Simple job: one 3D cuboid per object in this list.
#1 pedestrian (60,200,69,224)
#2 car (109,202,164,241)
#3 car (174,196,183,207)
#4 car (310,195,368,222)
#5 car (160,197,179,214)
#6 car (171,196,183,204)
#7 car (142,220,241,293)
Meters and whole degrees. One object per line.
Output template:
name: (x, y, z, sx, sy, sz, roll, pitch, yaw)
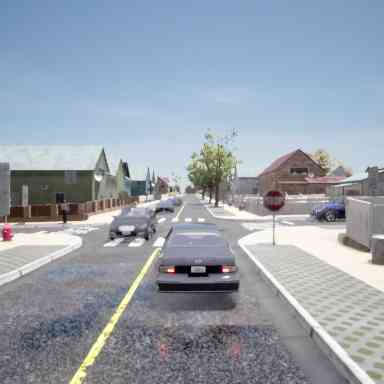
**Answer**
pedestrian: (-9.673, 1.462, 25.301, 0.375, 1.860, 0.375, 0, 0, 0)
car: (-2.840, 1.495, 16.836, 2.128, 1.511, 4.902, 0, 0, 0)
car: (-2.798, 1.563, 50.332, 1.994, 1.385, 4.181, 0, 0, 0)
car: (10.406, 1.067, 22.568, 4.553, 1.767, 2.097, -2, -1, 2)
car: (-2.820, 1.549, 36.275, 2.033, 1.411, 5.357, 0, 0, 0)
car: (-2.765, 1.486, 62.196, 2.128, 1.511, 4.902, 0, 0, 0)
car: (0.080, 1.550, 8.972, 2.033, 1.411, 5.357, 0, 0, -1)
